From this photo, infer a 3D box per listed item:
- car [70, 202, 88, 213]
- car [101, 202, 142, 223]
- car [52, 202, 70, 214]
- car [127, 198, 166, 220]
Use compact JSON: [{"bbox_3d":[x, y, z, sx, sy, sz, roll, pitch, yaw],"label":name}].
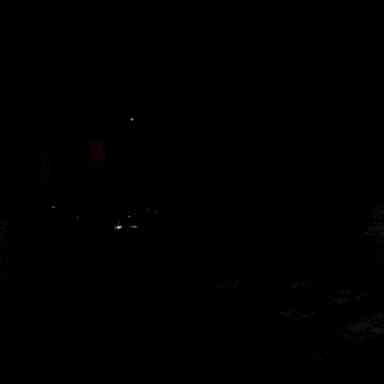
[{"bbox_3d":[-17.430,2.343,50.967,1.837,1.490,4.892,-1,-1,-36],"label":"car"},{"bbox_3d":[-6.830,1.930,30.606,1.837,1.490,4.892,-1,-1,-36],"label":"car"},{"bbox_3d":[-20.002,2.206,48.971,2.097,1.767,4.553,-1,-1,-36],"label":"car"},{"bbox_3d":[-4.775,1.634,33.306,2.150,2.045,5.566,-1,-1,-36],"label":"car"}]
